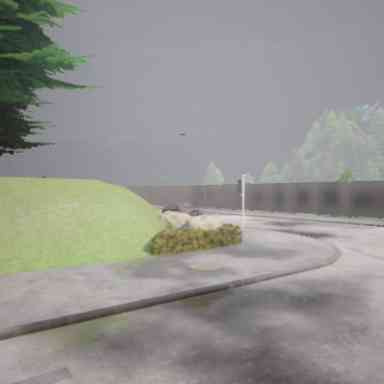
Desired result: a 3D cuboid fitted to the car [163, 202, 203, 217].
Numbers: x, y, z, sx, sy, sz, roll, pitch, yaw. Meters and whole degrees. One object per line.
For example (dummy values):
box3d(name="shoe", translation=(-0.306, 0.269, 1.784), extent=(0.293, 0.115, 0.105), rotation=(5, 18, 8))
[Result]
box3d(name="car", translation=(-0.855, 1.588, 29.446), extent=(1.994, 1.385, 4.181), rotation=(0, 0, -36))
